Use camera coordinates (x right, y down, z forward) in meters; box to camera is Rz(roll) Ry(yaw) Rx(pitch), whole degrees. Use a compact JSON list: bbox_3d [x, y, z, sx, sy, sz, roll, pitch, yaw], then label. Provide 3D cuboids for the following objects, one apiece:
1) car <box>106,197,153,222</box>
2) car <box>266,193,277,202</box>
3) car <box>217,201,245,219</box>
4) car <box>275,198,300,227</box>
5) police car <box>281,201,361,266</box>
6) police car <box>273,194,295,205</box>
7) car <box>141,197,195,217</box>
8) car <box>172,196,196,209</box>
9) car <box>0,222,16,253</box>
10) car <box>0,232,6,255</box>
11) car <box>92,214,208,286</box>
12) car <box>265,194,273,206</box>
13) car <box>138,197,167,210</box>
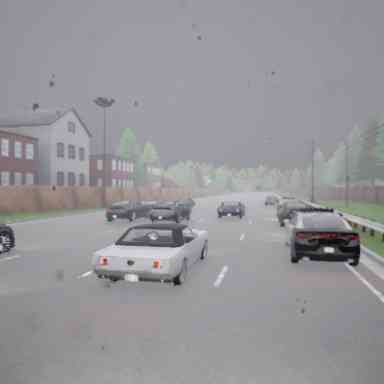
[{"bbox_3d":[-4.548,1.321,24.286,1.837,1.490,4.892,0,1,13],"label":"car"},{"bbox_3d":[14.515,1.056,61.133,1.882,1.535,5.008,0,0,13],"label":"car"},{"bbox_3d":[3.320,1.406,27.316,1.895,1.301,4.718,0,0,13],"label":"car"},{"bbox_3d":[6.487,1.361,21.179,1.837,1.490,4.892,0,0,13],"label":"car"},{"bbox_3d":[4.290,1.347,11.536,1.930,1.638,5.238,0,0,13],"label":"police car"},{"bbox_3d":[7.844,1.240,27.135,1.930,1.638,5.238,0,0,13],"label":"police car"},{"bbox_3d":[-1.364,1.324,22.501,2.128,1.511,4.902,0,0,13],"label":"car"},{"bbox_3d":[-0.922,1.268,40.212,1.994,1.385,4.181,0,0,13],"label":"car"},{"bbox_3d":[-7.744,1.262,10.255,2.097,1.767,4.553,0,0,13],"label":"car"},{"bbox_3d":[-5.384,1.555,4.861,1.895,1.301,4.718,0,0,13],"label":"car"},{"bbox_3d":[-0.790,1.531,9.279,1.895,1.301,4.718,0,0,13],"label":"car"},{"bbox_3d":[11.207,1.242,46.620,1.994,1.385,4.181,0,0,13],"label":"car"},{"bbox_3d":[-4.637,1.303,39.651,1.895,1.301,4.718,0,0,13],"label":"car"}]
